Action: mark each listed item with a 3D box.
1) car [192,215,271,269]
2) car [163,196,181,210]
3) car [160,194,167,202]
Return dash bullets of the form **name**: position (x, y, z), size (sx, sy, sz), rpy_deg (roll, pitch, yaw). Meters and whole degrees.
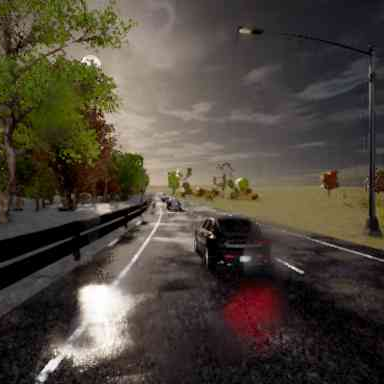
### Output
- **car**: position (1.191, 1.562, 11.360), size (1.837, 1.490, 4.892), rpy_deg (0, 0, -6)
- **car**: position (-2.628, 1.690, 47.125), size (2.128, 1.511, 4.902), rpy_deg (0, 0, -6)
- **car**: position (-6.135, 1.860, 79.989), size (1.994, 1.385, 4.181), rpy_deg (0, 0, -6)
